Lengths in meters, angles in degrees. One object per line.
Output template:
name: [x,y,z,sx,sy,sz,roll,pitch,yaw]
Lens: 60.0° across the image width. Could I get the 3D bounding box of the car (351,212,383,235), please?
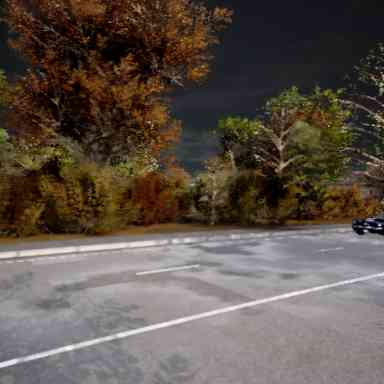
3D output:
car: [11.025,1.746,18.264,4.718,1.301,1.895,1,-1,-26]
